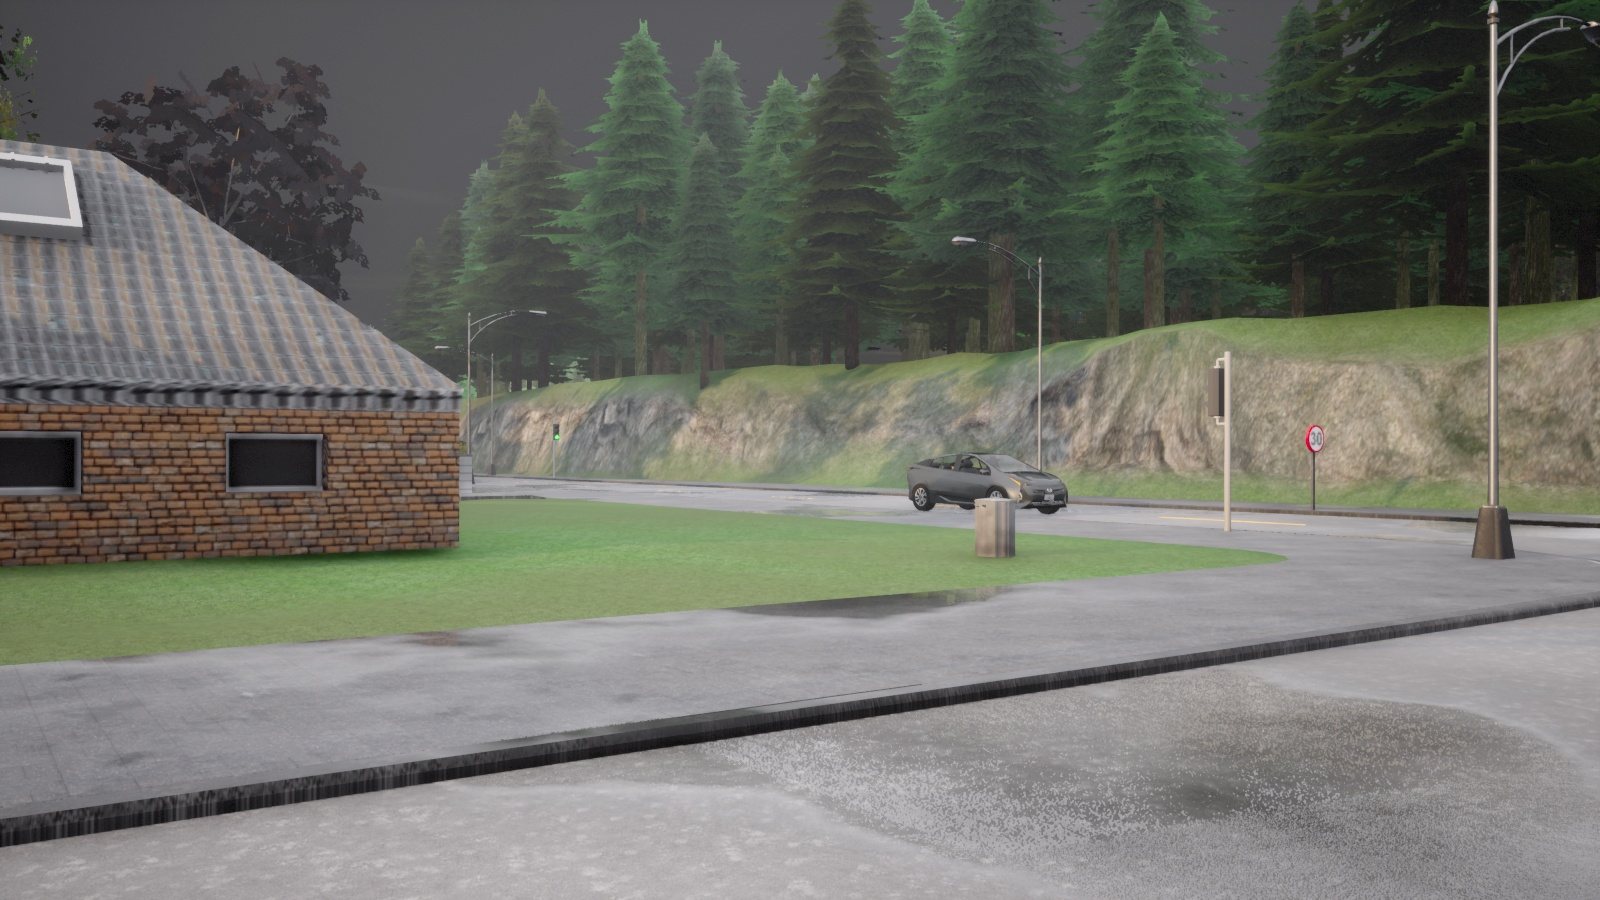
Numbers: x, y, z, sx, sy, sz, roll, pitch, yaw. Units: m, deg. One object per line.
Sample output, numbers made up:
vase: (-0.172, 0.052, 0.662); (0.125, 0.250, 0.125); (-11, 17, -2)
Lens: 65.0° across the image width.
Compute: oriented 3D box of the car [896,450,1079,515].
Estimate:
car: (4.616, 0.759, 31.520); (2.007, 1.525, 4.514); (0, 0, -35)
